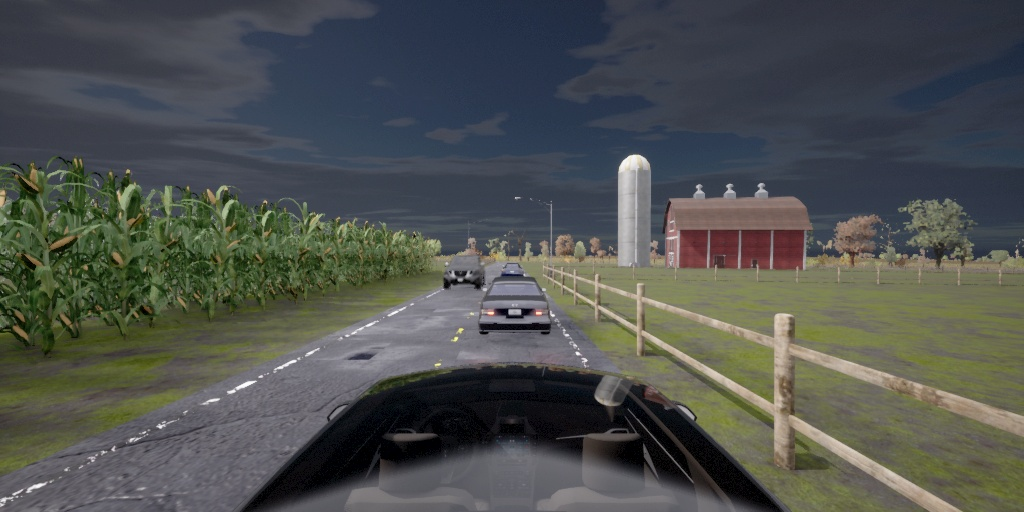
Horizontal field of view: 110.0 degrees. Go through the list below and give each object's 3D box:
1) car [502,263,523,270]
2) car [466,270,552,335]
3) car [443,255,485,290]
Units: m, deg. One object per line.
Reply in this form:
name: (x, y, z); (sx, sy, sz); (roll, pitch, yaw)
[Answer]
car: (0.043, 1.319, 32.732); (1.994, 1.385, 4.181); (0, 0, 0)
car: (0.074, 1.297, 10.506); (2.033, 1.411, 5.357); (0, 0, 0)
car: (-2.871, 0.973, 22.673); (2.150, 2.045, 5.566); (0, 0, 0)
